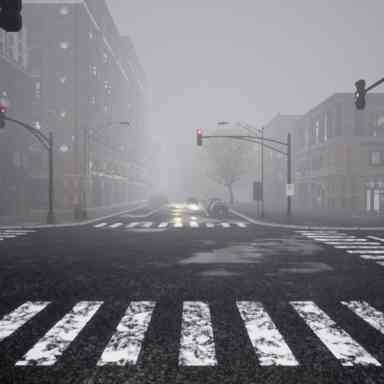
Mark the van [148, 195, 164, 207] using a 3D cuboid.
[{"bbox_3d":[-5.622,1.399,50.698,1.690,1.788,3.998,0,0,0],"label":"van"}]

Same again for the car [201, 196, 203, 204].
[{"bbox_3d":[2.759,1.640,50.686,1.802,1.307,4.206,0,0,0],"label":"car"}]

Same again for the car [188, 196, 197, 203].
[{"bbox_3d":[0.098,1.540,70.788,1.812,1.442,4.674,0,0,0],"label":"car"}]

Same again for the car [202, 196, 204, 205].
[{"bbox_3d":[2.751,1.488,44.988,1.967,1.590,4.097,0,0,0],"label":"car"}]

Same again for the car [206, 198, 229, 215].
[{"bbox_3d":[2.736,1.580,33.595,2.008,1.369,4.403,0,0,0],"label":"car"}]

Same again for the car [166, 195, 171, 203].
[{"bbox_3d":[-5.607,1.397,62.092,2.192,1.841,5.009,0,0,0],"label":"car"}]

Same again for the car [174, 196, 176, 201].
[{"bbox_3d":[-5.568,1.687,90.406,1.752,1.417,4.829,0,0,0],"label":"car"}]

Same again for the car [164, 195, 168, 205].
[{"bbox_3d":[-5.614,1.651,56.395,1.802,1.307,4.206,0,0,0],"label":"car"}]

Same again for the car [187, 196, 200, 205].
[{"bbox_3d":[0.084,1.556,60.371,1.882,1.535,5.008,0,0,0],"label":"car"}]

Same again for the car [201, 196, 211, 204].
[{"bbox_3d":[2.782,1.537,67.776,1.967,1.590,4.097,0,0,0],"label":"car"}]

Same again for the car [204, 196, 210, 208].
[{"bbox_3d":[2.744,1.479,39.292,1.967,1.590,4.097,0,0,0],"label":"car"}]

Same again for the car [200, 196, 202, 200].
[{"bbox_3d":[2.775,1.633,62.079,2.008,1.369,4.403,0,0,0],"label":"car"}]

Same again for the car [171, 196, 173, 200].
[{"bbox_3d":[-5.598,1.662,67.789,1.947,1.339,4.313,0,0,0],"label":"car"}]
